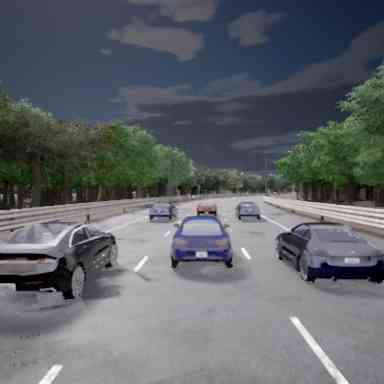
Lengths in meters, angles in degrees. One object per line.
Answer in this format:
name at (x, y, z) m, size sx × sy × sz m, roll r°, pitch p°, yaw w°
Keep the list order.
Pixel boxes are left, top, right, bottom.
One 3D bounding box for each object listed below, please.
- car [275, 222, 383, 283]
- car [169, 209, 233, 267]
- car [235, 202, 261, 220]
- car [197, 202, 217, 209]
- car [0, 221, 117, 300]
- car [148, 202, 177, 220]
car at (3.785, 1.565, 9.757) m, size 1.994 × 1.385 × 4.181 m, roll 0°, pitch 0°, yaw 1°
car at (0.322, 1.523, 11.305) m, size 1.812 × 1.442 × 4.674 m, roll 0°, pitch 0°, yaw 2°
car at (4.714, 1.542, 28.470) m, size 2.033 × 1.411 × 5.357 m, roll 0°, pitch 0°, yaw 4°
car at (1.506, 1.591, 32.250) m, size 1.895 × 1.301 × 4.718 m, roll 0°, pitch 0°, yaw 5°
car at (-3.255, 1.486, 8.387) m, size 2.128 × 1.511 × 4.902 m, roll 0°, pitch 0°, yaw 1°
car at (-2.342, 1.535, 27.943) m, size 2.033 × 1.411 × 5.357 m, roll 0°, pitch 0°, yaw 4°
